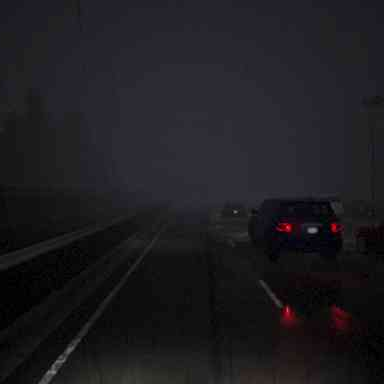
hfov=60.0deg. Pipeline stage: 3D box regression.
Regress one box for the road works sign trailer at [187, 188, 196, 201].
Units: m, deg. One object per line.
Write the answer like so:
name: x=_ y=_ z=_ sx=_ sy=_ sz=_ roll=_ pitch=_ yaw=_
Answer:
road works sign trailer: x=-0.034 y=0.572 z=86.393 sx=2.380 sy=3.560 sz=2.880 roll=0 pitch=0 yaw=0

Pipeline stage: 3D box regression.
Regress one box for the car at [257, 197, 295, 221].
car: x=7.072 y=1.388 z=28.431 sx=2.097 sy=1.767 sz=4.553 roll=0 pitch=0 yaw=0

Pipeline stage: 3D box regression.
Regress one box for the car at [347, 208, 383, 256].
car: x=7.067 y=1.491 z=10.434 sx=1.882 sy=1.535 sz=5.008 roll=0 pitch=0 yaw=0

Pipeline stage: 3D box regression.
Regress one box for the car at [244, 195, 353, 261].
car: x=3.579 y=1.236 z=12.531 sx=2.150 sy=2.045 sz=5.566 roll=0 pitch=0 yaw=0

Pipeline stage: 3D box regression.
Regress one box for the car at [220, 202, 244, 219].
car: x=3.575 y=1.601 z=29.419 sx=1.994 sy=1.385 sz=4.181 roll=0 pitch=0 yaw=0

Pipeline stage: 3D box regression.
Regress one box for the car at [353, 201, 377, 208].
car: x=14.074 y=1.528 z=28.711 sx=2.128 sy=1.511 sz=4.902 roll=0 pitch=0 yaw=0
